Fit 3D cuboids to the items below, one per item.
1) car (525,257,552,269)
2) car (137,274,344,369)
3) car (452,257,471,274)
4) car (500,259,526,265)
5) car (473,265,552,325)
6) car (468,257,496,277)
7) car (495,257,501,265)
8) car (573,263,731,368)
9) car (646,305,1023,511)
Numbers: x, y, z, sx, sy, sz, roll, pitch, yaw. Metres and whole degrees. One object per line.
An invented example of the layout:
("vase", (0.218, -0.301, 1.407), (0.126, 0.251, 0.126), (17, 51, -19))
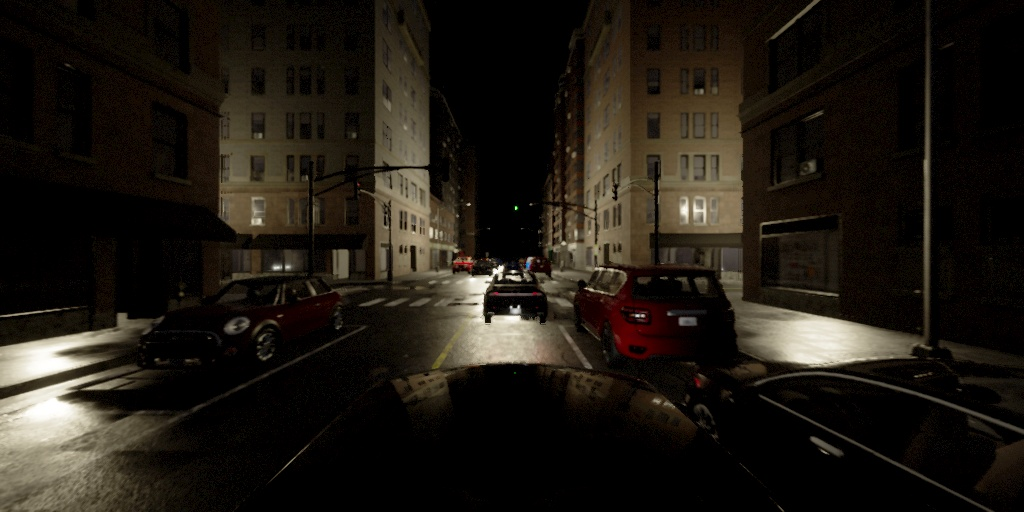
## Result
("car", (2.698, 1.043, 34.821), (2.192, 1.841, 5.009), (0, 0, 0))
("car", (-5.388, 1.186, 7.763), (1.967, 1.591, 4.097), (0, 0, 0))
("car", (-5.422, 1.039, 40.323), (2.192, 1.841, 5.009), (0, 0, 0))
("car", (0.096, 1.254, 33.611), (1.812, 1.442, 4.674), (0, 0, 0))
("car", (0.098, 1.235, 11.877), (2.128, 1.511, 4.902), (0, 0, 0))
("car", (-2.848, 1.206, 35.001), (1.882, 1.535, 5.008), (0, 1, 0))
("car", (-2.835, 1.210, 49.801), (2.128, 1.511, 4.902), (0, 0, 0))
("car", (2.637, 1.061, 7.765), (2.192, 1.841, 5.009), (0, 0, 0))
("car", (2.637, 1.300, 2.082), (2.007, 1.370, 4.403), (0, 0, 0))
